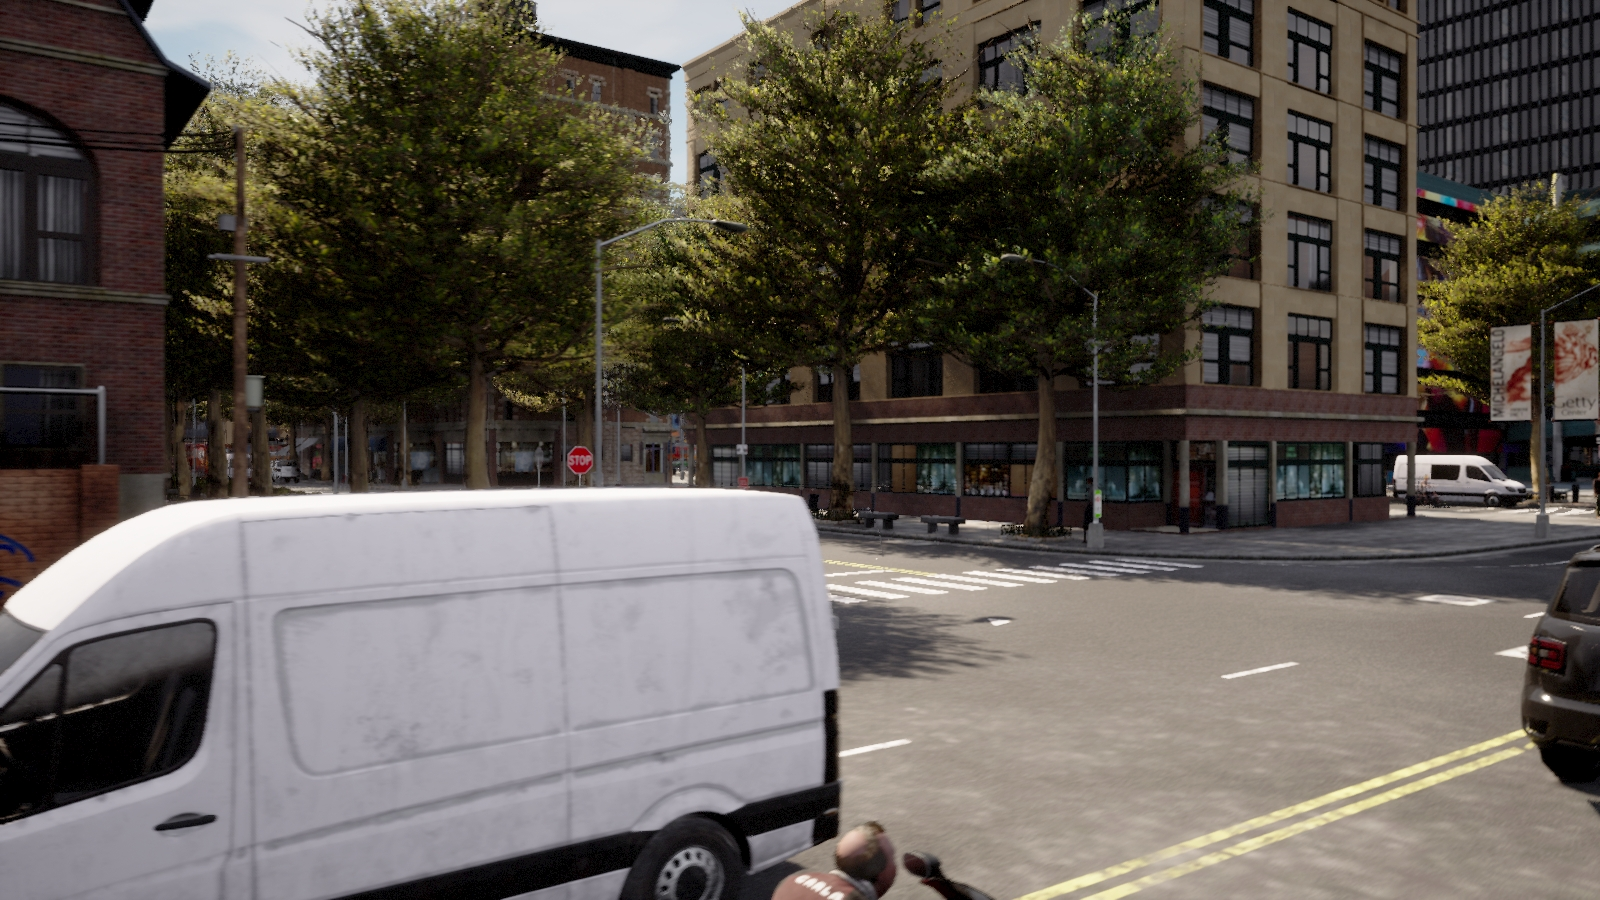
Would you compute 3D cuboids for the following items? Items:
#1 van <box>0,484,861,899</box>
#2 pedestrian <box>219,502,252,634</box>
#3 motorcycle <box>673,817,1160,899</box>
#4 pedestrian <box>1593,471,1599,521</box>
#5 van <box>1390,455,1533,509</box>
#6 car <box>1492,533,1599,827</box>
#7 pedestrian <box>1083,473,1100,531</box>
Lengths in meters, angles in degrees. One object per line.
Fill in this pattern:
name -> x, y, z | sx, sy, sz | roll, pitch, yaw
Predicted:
van -> -2.593, 1.537, 6.205 | 5.915, 2.561, 1.988 | 0, 0, -36
pedestrian -> -8.204, 1.703, 16.615 | 0.375, 1.860, 0.375 | 0, 0, -35
motorcycle -> 0.183, 2.206, 3.931 | 2.209, 1.251, 0.867 | 0, 0, -36
pedestrian -> 30.023, 1.703, 42.776 | 0.375, 1.860, 0.375 | 0, 0, 2
van -> 33.194, 1.546, 57.496 | 1.988, 2.561, 5.915 | 0, 0, -36
car -> 8.393, 1.781, 9.870 | 5.566, 2.045, 2.150 | 0, 0, -36
pedestrian -> 9.588, 1.706, 37.586 | 0.375, 1.860, 0.375 | 0, 0, -37
